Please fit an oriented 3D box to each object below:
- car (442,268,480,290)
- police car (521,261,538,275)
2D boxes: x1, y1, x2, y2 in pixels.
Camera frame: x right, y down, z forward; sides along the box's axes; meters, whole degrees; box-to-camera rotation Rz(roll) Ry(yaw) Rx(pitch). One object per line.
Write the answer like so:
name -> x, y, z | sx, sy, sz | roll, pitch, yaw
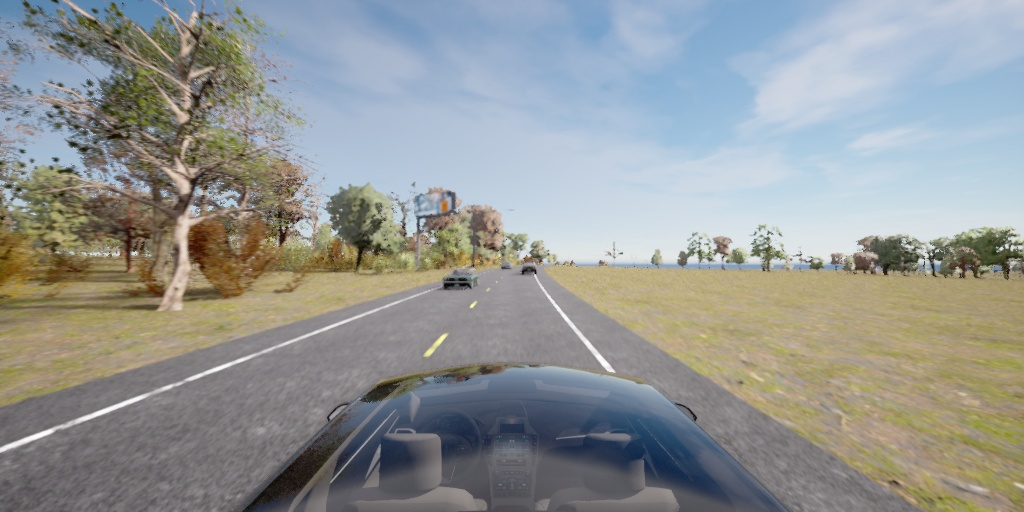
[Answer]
car -> -3.302, 1.490, 23.915 | 1.895, 1.301, 4.718 | 0, 0, 2
police car -> 2.182, 1.484, 45.207 | 1.930, 1.638, 5.238 | 0, -1, 3
